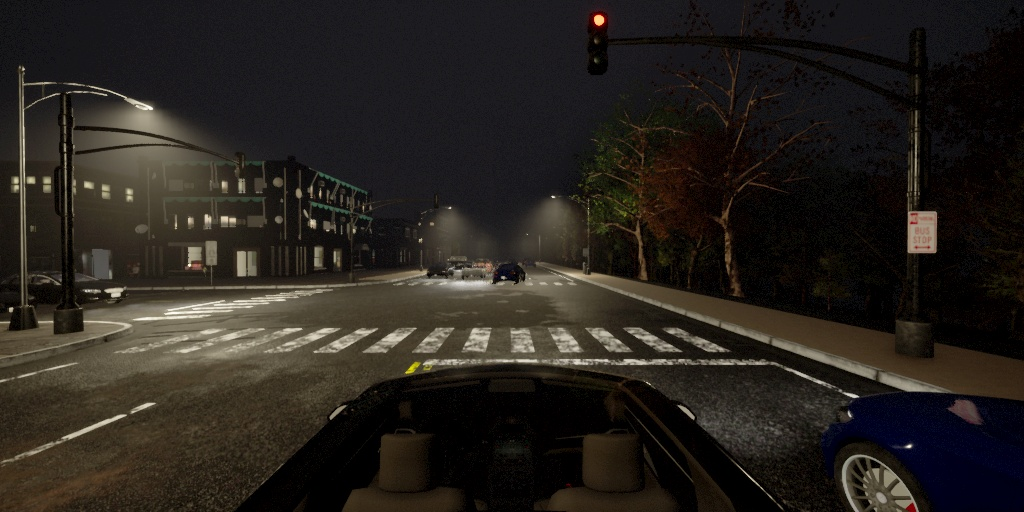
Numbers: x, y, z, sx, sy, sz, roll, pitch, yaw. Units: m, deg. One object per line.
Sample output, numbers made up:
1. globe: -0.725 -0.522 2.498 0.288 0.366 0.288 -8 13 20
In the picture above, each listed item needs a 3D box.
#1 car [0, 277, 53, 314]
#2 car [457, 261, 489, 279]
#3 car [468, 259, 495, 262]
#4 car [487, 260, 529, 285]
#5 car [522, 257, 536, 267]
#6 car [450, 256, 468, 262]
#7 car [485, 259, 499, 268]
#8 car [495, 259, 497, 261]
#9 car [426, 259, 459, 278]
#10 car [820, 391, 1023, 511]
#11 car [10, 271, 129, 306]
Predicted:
1. car: -19.970 1.565 12.853 4.313 1.339 1.948 0 0 0
2. car: -3.407 1.341 32.282 1.895 1.301 4.718 0 0 0
3. car: -3.423 1.088 41.254 2.097 1.767 4.553 0 0 0
4. car: -0.192 1.269 26.272 1.812 1.442 4.674 1 0 10
5. car: 3.227 1.274 63.694 2.033 1.411 5.357 0 0 0
6. car: -6.674 0.957 44.237 2.150 2.045 5.566 0 0 0
7. car: -3.431 1.219 61.705 2.128 1.511 4.902 0 0 0
8. car: -3.436 1.223 51.286 2.128 1.511 4.902 0 0 0
9. car: -6.659 1.287 34.001 2.033 1.411 5.357 0 0 0
10. car: 3.358 1.276 0.888 1.812 1.442 4.674 0 0 1
11. car: -19.650 1.459 15.561 4.902 1.511 2.128 -1 1 0
